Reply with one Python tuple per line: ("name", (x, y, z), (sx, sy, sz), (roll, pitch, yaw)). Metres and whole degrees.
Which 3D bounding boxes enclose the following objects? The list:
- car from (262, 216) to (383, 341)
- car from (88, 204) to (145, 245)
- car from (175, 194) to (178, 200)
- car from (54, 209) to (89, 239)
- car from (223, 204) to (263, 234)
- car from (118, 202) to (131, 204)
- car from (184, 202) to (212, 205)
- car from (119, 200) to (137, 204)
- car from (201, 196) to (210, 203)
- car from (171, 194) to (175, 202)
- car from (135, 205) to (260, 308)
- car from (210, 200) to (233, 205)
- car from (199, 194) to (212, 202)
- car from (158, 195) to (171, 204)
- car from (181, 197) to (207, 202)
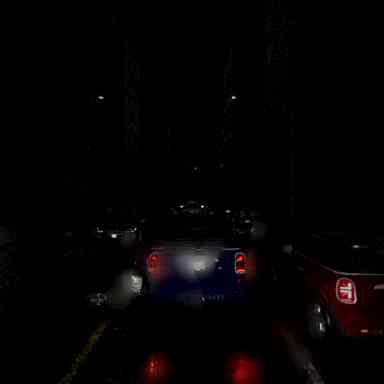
("car", (2.854, 1.443, 6.521), (1.967, 1.590, 4.097), (0, 0, 0))
("car", (-3.089, 1.513, 15.648), (1.837, 1.490, 4.892), (0, 0, 0))
("car", (-5.580, 1.677, 92.503), (1.752, 1.417, 4.829), (0, 0, 0))
("car", (-5.670, 1.574, 17.525), (1.947, 1.339, 4.313), (0, 0, 0))
("car", (2.855, 1.559, 17.524), (2.008, 1.369, 4.403), (0, 0, 0))
("car", (-5.670, 1.594, 23.026), (1.802, 1.307, 4.206), (0, 0, 0))
("car", (0.097, 1.486, 17.370), (1.882, 1.535, 5.008), (0, 0, 0))
("car", (-5.669, 1.456, 28.528), (1.967, 1.590, 4.097), (0, 0, 0))
("car", (2.904, 1.610, 71.196), (1.752, 1.417, 4.829), (0, 0, 0))
("car", (-5.610, 1.649, 76.447), (2.008, 1.369, 4.403), (0, 0, 0))
("car", (0.100, 1.356, 8.090), (2.097, 1.767, 4.553), (0, 0, 0))
("car", (2.856, 1.582, 28.527), (1.947, 1.339, 4.313), (0, 0, 0))
("car", (2.894, 1.512, 65.617), (1.967, 1.590, 4.097), (0, 0, 0))
("car", (-5.631, 1.654, 65.631), (1.802, 1.307, 4.206), (0, 0, 0))
("car", (0.002, 1.471, 27.392), (1.801, 1.575, 5.366), (0, 0, 0))
